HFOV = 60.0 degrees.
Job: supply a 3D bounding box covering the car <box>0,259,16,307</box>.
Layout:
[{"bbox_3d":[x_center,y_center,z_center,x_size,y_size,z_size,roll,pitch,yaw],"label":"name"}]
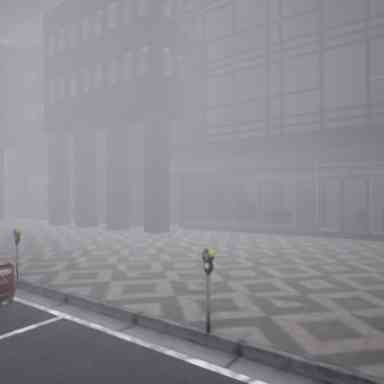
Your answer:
[{"bbox_3d":[-5.394,1.622,6.811,4.507,1.381,1.887,-1,0,36],"label":"car"}]
